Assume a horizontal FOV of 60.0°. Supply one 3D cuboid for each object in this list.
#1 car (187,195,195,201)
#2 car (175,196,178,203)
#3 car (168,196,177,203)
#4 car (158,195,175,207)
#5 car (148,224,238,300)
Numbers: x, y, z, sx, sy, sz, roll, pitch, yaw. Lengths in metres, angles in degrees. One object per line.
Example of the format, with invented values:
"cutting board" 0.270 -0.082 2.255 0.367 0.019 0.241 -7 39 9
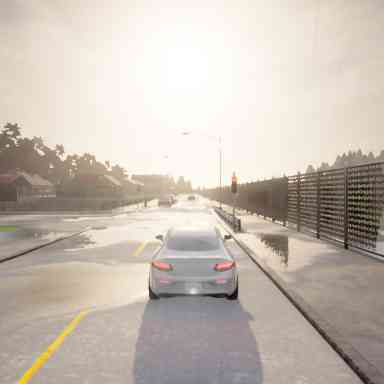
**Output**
"car" -0.190 1.478 86.391 1.882 1.535 5.008 0 0 0
"car" -4.195 1.352 61.740 2.097 1.767 4.553 0 0 0
"car" -4.153 1.524 71.654 1.812 1.442 4.674 0 0 0
"car" -4.205 1.478 51.810 1.882 1.535 5.008 0 0 0
"car" 0.037 1.526 8.268 1.812 1.442 4.674 0 0 0
